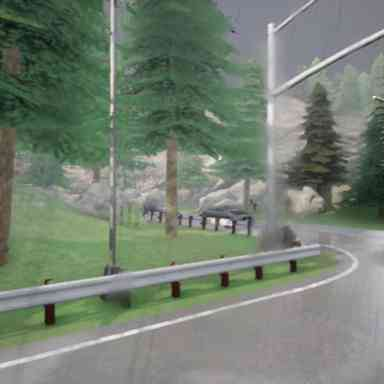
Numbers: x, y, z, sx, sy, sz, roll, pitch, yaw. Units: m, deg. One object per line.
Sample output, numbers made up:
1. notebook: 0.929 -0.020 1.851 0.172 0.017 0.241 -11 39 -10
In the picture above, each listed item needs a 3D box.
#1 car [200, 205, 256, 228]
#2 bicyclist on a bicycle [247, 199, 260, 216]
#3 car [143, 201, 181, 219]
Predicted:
1. car: 2.318 1.590 22.298 1.994 1.385 4.181 0 0 -35
2. bicyclist on a bicycle: 5.511 1.435 30.026 1.656 1.620 0.582 -7 2 -35
3. car: -3.111 1.565 30.123 2.033 1.411 5.357 0 0 -35
